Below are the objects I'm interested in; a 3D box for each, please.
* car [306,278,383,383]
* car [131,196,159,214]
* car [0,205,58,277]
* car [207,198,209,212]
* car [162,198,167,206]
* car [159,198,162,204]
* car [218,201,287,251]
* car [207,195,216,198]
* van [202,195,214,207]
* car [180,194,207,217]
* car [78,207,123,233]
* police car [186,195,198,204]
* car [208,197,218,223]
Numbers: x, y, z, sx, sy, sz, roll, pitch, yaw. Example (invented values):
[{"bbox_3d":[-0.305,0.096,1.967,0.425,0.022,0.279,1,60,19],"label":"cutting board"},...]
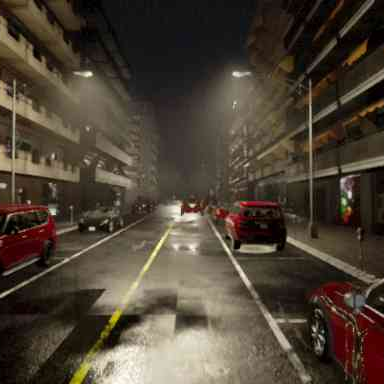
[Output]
[{"bbox_3d":[2.593,1.442,3.169,1.967,1.590,4.097,1,0,0],"label":"car"},{"bbox_3d":[-5.291,1.359,36.412,2.192,1.841,5.009,1,0,0],"label":"car"},{"bbox_3d":[-5.291,1.319,8.759,2.192,1.841,5.009,1,0,0],"label":"car"},{"bbox_3d":[2.549,1.625,36.356,1.802,1.307,4.206,1,0,0],"label":"car"},{"bbox_3d":[-5.297,1.693,58.537,1.802,1.307,4.206,1,0,0],"label":"car"},{"bbox_3d":[-5.296,1.602,41.943,1.887,1.381,4.507,1,0,0],"label":"car"},{"bbox_3d":[2.555,1.323,14.230,2.192,1.841,5.009,1,0,0],"label":"car"},{"bbox_3d":[2.555,1.388,47.419,2.192,1.841,5.009,1,0,0],"label":"car"},{"bbox_3d":[2.555,1.432,52.951,1.690,1.788,3.998,1,0,0],"label":"van"},{"bbox_3d":[0.002,1.191,30.064,2.097,1.767,4.553,0,0,0],"label":"car"},{"bbox_3d":[-5.297,1.580,19.822,1.947,1.339,4.313,1,0,0],"label":"car"},{"bbox_3d":[0.004,1.399,60.927,2.038,1.542,4.974,0,0,0],"label":"police car"},{"bbox_3d":[2.552,1.462,25.294,1.967,1.590,4.097,1,0,0],"label":"car"}]
